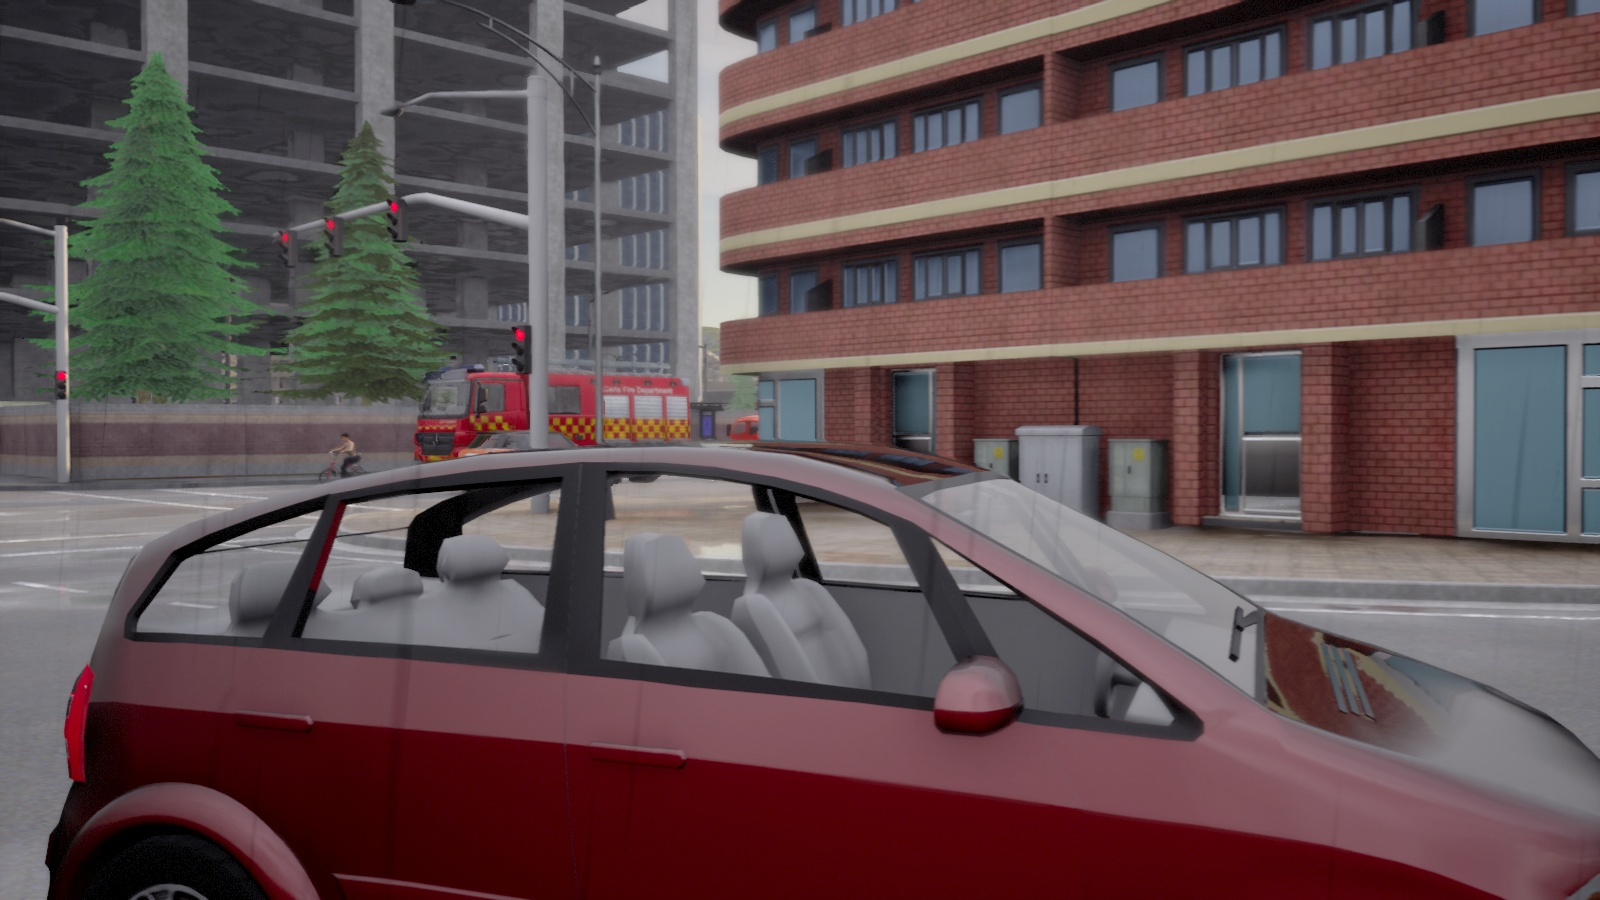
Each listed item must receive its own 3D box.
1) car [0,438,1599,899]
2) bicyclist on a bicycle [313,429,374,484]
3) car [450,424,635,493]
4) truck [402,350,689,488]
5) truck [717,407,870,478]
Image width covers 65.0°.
[{"bbox_3d":[0.036,0.758,3.171,3.705,1.549,1.789,0,1,20],"label":"car"},{"bbox_3d":[-13.731,0.191,37.782,1.509,1.612,0.866,-1,1,-44],"label":"bicyclist on a bicycle"},{"bbox_3d":[-7.024,0.189,34.541,4.553,1.767,2.097,-1,1,-44],"label":"car"},{"bbox_3d":[-7.651,-0.901,38.797,8.468,3.827,2.891,-1,1,-44],"label":"truck"},{"bbox_3d":[-0.193,-0.303,46.054,5.204,2.467,2.627,-1,1,-44],"label":"truck"}]
